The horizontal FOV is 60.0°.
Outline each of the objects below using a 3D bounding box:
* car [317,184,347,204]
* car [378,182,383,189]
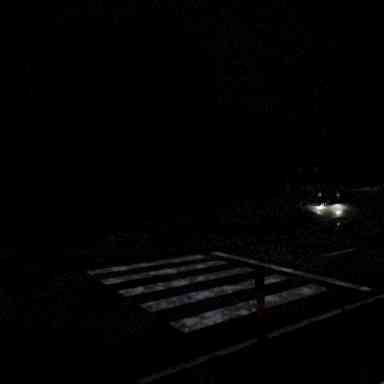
[{"bbox_3d":[13.710,0.125,32.453,2.097,1.767,4.553,-2,3,33],"label":"car"},{"bbox_3d":[27.995,-1.188,45.400,1.882,1.535,5.008,-6,4,-23],"label":"car"}]
